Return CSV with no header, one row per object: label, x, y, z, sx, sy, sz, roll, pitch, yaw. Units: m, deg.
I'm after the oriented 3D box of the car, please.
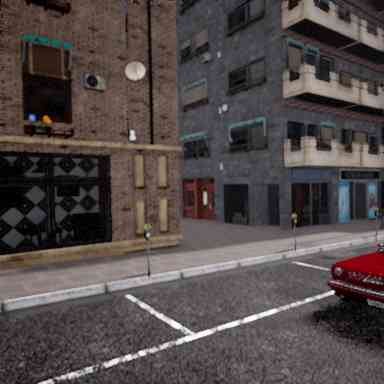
car,4.864,1.530,6.796,4.718,1.301,1.895,-1,0,-35
